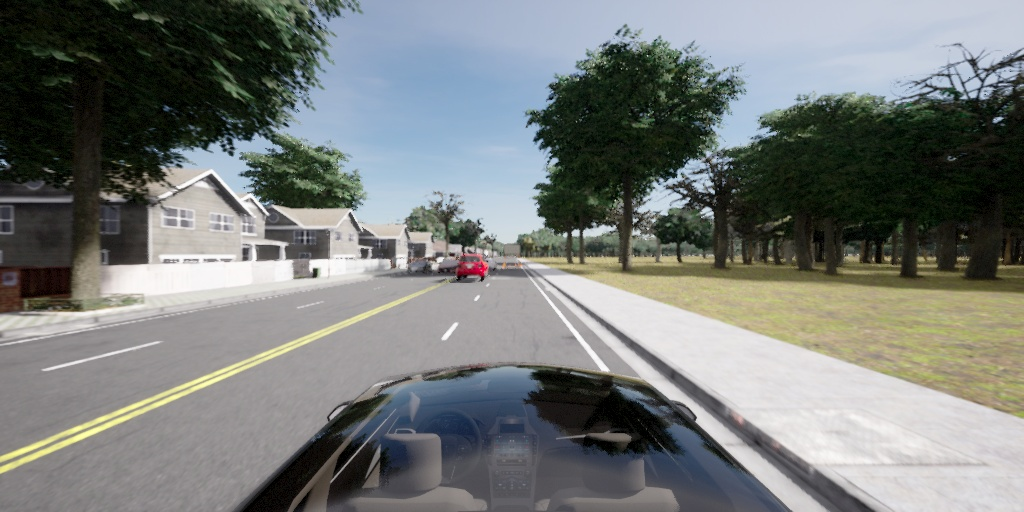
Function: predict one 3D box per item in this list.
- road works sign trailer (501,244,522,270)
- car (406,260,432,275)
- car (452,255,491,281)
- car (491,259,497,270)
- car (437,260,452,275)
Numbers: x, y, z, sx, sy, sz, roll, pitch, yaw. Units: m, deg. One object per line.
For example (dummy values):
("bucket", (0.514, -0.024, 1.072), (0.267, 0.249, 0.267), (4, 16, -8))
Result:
("road works sign trailer", (0.011, 0.100, 49.640), (2.380, 3.560, 2.880), (0, 0, 0))
("car", (-9.830, 1.152, 38.381), (2.128, 1.511, 4.902), (0, 0, 0))
("car", (-3.144, 0.904, 29.271), (2.150, 2.045, 5.566), (0, 0, 0))
("car", (-3.137, 1.163, 48.463), (1.812, 1.442, 4.674), (0, 0, 0))
("car", (-6.582, 1.139, 37.979), (1.882, 1.535, 5.008), (0, 0, 0))
